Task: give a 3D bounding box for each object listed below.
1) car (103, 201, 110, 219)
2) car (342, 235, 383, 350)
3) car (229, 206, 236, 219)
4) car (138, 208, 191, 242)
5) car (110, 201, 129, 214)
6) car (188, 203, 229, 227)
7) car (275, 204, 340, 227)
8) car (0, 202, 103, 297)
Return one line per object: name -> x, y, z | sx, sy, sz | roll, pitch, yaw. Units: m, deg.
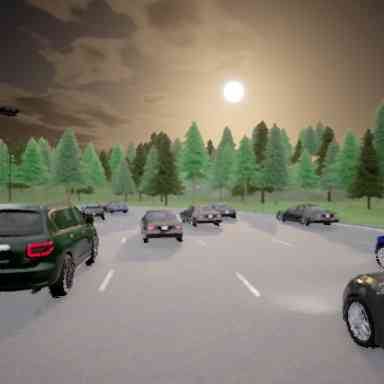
car -> -8.958, 1.634, 29.517 | 2.128, 1.511, 4.902 | 0, 0, -22
car -> 3.384, 1.489, 3.412 | 1.837, 1.490, 4.892 | 0, 0, -2
car -> 2.268, 1.624, 29.246 | 1.994, 1.385, 4.181 | 0, 0, -18
car -> -1.644, 1.603, 16.772 | 2.033, 1.411, 5.357 | 0, 0, -11
car -> -8.865, 1.709, 37.086 | 2.033, 1.411, 5.357 | 0, 0, -35
car -> 0.507, 1.605, 23.366 | 2.033, 1.411, 5.357 | 0, 0, -15
car -> 7.776, 1.550, 22.950 | 2.033, 1.411, 5.357 | 0, 0, -14
car -> -3.962, 1.274, 8.749 | 2.150, 2.045, 5.566 | 0, 0, -6
